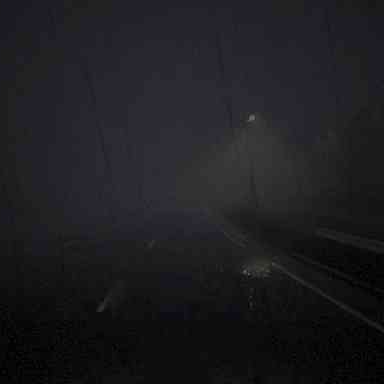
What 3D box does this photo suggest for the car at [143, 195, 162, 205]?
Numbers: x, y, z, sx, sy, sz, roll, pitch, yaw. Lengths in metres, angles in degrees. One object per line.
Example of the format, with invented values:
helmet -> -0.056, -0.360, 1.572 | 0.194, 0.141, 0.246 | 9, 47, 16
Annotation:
car -> -6.980, 1.599, 58.826 | 1.895, 1.301, 4.718 | 0, 0, 0

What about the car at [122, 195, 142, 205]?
car -> -10.480, 1.502, 58.381 | 1.837, 1.490, 4.892 | 0, 0, 0

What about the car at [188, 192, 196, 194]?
car -> 0.024, 1.065, 69.073 | 2.150, 2.045, 5.566 | 0, 0, 0

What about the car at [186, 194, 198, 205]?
car -> 0.020, 1.561, 58.794 | 1.994, 1.385, 4.181 | 0, 0, 0

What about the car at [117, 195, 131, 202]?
car -> -13.976, 1.332, 68.853 | 1.837, 1.490, 4.892 | 0, 0, 0

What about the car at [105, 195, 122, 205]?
car -> -13.980, 1.523, 58.799 | 1.812, 1.442, 4.674 | 0, 0, 0

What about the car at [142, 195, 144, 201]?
car -> -10.476, 1.313, 68.920 | 1.882, 1.535, 5.008 | 0, 0, 0

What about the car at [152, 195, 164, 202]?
car -> -6.976, 1.378, 68.989 | 2.033, 1.411, 5.357 | 0, 0, 0

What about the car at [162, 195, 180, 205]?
car -> -3.480, 1.490, 58.378 | 2.128, 1.511, 4.902 | 0, 0, 0

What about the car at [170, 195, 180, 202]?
car -> -3.476, 1.392, 69.030 | 1.994, 1.385, 4.181 | 0, 0, 0
